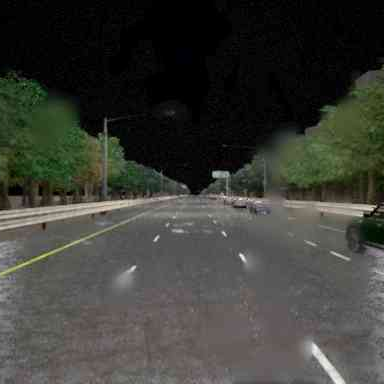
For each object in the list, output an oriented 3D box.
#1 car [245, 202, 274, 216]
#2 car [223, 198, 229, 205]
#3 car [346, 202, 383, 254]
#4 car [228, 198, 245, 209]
[{"bbox_3d":[7.060,1.746,34.406,1.895,1.301,4.718,0,0,0],"label":"car"},{"bbox_3d":[7.232,1.852,66.188,2.128,1.511,4.902,0,0,0],"label":"car"},{"bbox_3d":[7.004,1.238,10.487,2.150,2.045,5.566,0,0,0],"label":"car"},{"bbox_3d":[7.136,1.817,50.743,1.994,1.385,4.181,0,0,0],"label":"car"}]
